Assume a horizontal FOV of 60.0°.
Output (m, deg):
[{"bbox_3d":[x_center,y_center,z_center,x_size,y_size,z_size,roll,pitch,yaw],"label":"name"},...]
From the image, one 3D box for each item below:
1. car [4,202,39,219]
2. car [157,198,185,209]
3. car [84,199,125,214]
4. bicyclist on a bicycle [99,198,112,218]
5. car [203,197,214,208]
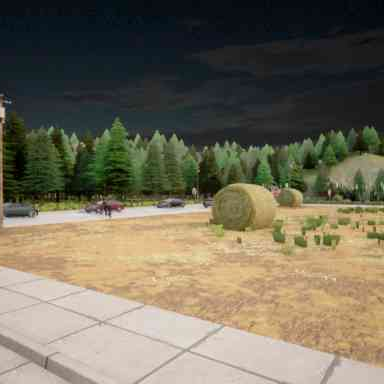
[{"bbox_3d":[-15.400,1.591,28.384,1.994,1.385,4.181,0,0,36],"label":"car"},{"bbox_3d":[-2.813,1.553,45.382,1.812,1.442,4.674,0,0,37],"label":"car"},{"bbox_3d":[-9.482,1.552,36.373,1.812,1.442,4.674,0,0,37],"label":"car"},{"bbox_3d":[-7.068,1.327,27.067,1.656,1.620,0.582,0,0,36],"label":"bicyclist on a bicycle"},{"bbox_3d":[3.480,1.518,47.815,2.128,1.511,4.902,0,0,37],"label":"car"}]
